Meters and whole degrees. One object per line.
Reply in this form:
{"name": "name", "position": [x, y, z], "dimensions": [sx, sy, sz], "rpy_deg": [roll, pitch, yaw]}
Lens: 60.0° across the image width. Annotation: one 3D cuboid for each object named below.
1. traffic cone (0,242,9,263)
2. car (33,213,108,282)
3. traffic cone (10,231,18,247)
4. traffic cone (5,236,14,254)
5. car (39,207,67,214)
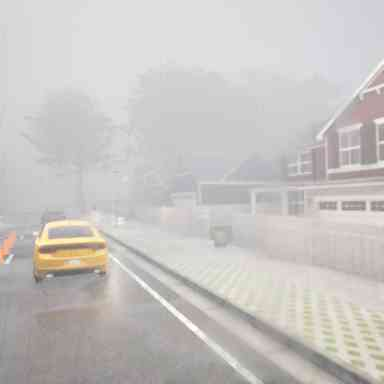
{"name": "traffic cone", "position": [-6.720, 2.171, 11.642], "dimensions": [0.340, 0.580, 0.340], "rpy_deg": [0, -1, -24]}
{"name": "car", "position": [-3.957, 1.659, 10.626], "dimensions": [1.882, 1.535, 5.008], "rpy_deg": [0, -1, -24]}
{"name": "traffic cone", "position": [-8.342, 2.235, 15.298], "dimensions": [0.340, 0.580, 0.340], "rpy_deg": [0, -1, -24]}
{"name": "traffic cone", "position": [-7.532, 2.203, 13.470], "dimensions": [0.340, 0.580, 0.340], "rpy_deg": [0, -1, -24]}
{"name": "car", "position": [-11.360, 1.967, 27.310], "dimensions": [2.128, 1.511, 4.902], "rpy_deg": [0, -1, -24]}
